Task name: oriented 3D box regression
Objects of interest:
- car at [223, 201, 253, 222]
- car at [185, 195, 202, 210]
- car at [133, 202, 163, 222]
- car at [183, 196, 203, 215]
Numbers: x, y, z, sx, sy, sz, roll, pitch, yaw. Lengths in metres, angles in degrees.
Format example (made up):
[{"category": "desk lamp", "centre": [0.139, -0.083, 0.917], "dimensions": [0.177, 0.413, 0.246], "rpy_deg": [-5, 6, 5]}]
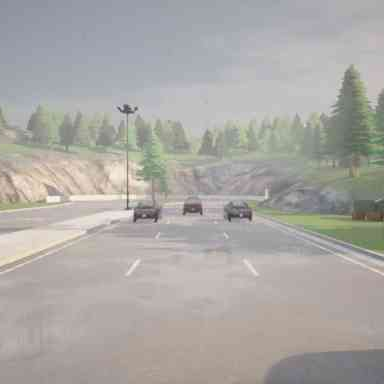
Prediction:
[{"category": "car", "centre": [3.600, 1.490, 26.642], "dimensions": [2.128, 1.511, 4.902], "rpy_deg": [0, 0, 0]}, {"category": "car", "centre": [0.151, 1.352, 43.347], "dimensions": [2.097, 1.767, 4.553], "rpy_deg": [0, 0, 1]}, {"category": "car", "centre": [-3.400, 1.490, 26.175], "dimensions": [2.128, 1.511, 4.902], "rpy_deg": [0, 0, 0]}, {"category": "car", "centre": [0.090, 1.478, 34.052], "dimensions": [1.882, 1.535, 5.008], "rpy_deg": [0, 0, 0]}]
